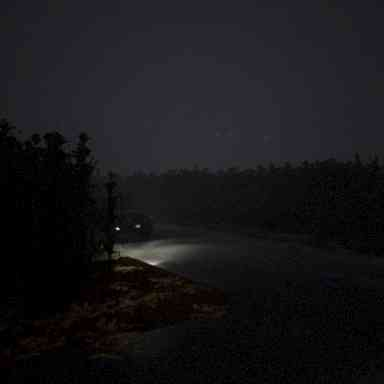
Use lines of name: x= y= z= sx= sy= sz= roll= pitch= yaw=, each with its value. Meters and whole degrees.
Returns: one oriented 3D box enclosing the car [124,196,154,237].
car: x=-4.127 y=1.243 z=17.779 sx=2.150 sy=2.045 sz=5.566 roll=0 pitch=0 yaw=-36
